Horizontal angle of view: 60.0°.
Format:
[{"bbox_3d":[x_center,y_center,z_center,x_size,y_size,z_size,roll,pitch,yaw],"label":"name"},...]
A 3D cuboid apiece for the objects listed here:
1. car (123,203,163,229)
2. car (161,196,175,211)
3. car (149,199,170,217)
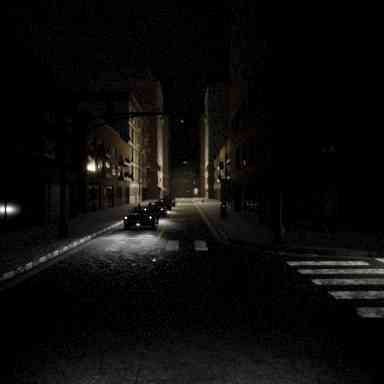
[{"bbox_3d":[-3.197,1.596,21.715,1.895,1.301,4.718,0,0,-1],"label":"car"},{"bbox_3d":[-3.465,1.547,40.161,1.994,1.385,4.181,0,0,0],"label":"car"},{"bbox_3d":[-3.340,1.591,30.887,1.895,1.301,4.718,0,0,-1],"label":"car"}]
